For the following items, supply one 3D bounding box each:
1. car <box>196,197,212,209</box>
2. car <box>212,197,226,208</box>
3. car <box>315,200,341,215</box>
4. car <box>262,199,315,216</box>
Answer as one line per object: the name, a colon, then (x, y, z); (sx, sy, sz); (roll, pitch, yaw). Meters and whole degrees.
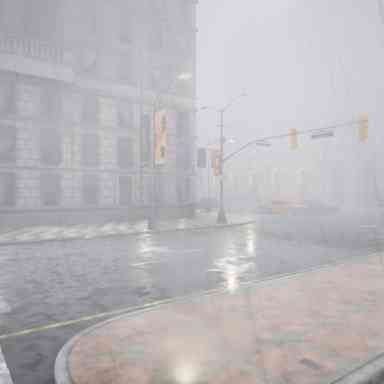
car: (0.301, 1.564, 45.084); (1.994, 1.385, 4.181); (0, 0, -36)
car: (2.842, 1.504, 47.544); (1.837, 1.490, 4.892); (0, 0, -36)
car: (12.624, 1.547, 34.882); (2.033, 1.411, 5.357); (0, 0, -43)
car: (9.155, 1.477, 32.798); (1.882, 1.535, 5.008); (0, 0, -36)
